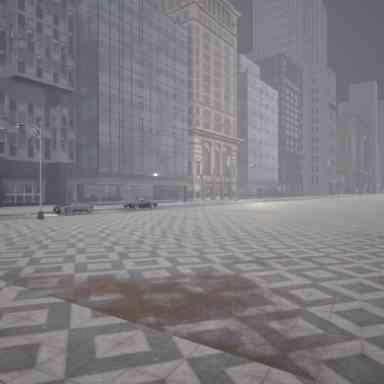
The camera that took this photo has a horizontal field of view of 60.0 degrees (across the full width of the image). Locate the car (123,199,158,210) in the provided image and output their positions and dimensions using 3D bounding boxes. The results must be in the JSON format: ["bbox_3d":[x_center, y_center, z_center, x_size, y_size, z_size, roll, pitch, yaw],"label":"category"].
[{"bbox_3d":[-6.688,1.599,43.272,1.895,1.301,4.718,0,0,36],"label":"car"}]

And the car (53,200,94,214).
[{"bbox_3d":[-12.460,1.576,35.163,1.994,1.385,4.181,0,0,37],"label":"car"}]
